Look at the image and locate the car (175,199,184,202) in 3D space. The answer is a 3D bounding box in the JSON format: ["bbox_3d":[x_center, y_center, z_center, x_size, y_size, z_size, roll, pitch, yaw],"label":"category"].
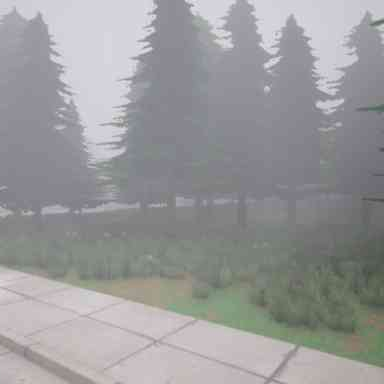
[{"bbox_3d":[-1.139,1.402,58.430,2.097,1.767,4.553,0,0,37],"label":"car"}]
